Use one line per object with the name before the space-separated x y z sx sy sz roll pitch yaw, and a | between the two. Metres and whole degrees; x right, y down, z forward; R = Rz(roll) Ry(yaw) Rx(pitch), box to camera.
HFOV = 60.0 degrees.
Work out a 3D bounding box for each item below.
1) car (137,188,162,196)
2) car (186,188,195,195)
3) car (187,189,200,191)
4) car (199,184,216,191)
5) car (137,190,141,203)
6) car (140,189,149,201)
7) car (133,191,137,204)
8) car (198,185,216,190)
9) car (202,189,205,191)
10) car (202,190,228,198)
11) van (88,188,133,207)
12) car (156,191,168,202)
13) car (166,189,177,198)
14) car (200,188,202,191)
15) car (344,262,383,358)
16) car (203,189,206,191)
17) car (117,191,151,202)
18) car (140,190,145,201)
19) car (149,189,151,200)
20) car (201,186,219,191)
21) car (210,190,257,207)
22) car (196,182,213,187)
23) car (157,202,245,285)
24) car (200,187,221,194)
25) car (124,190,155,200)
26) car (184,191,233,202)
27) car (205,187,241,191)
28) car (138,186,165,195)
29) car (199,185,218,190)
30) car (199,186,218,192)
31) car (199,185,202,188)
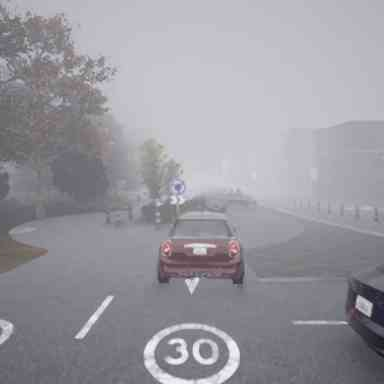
car | -8.834 0.014 70.180 5.008 1.535 2.097 0 2 0
car | -0.289 -0.125 75.780 1.895 1.301 4.718 0 3 0
car | -0.193 0.723 47.934 1.812 1.442 4.674 0 1 0
car | 4.283 -1.254 92.472 4.553 1.767 2.185 0 3 0
car | -8.833 0.806 39.512 4.674 1.452 2.002 0 0 0
car | -9.015 0.712 45.215 5.366 1.575 1.946 0 1 0
car | -8.833 0.819 36.727 4.674 1.452 2.002 0 0 0
car | 4.246 -1.285 95.383 4.892 1.521 2.231 0 3 0
car | 4.279 0.656 50.847 4.792 1.488 2.163 0 1 0
car | 4.222 0.354 62.000 4.792 1.488 2.163 0 2 0
van | -8.704 0.568 34.052 4.442 1.987 1.878 1 0 0
car | -3.877 0.685 48.169 2.128 1.511 4.902 0 1 0
car | -3.821 0.312 63.485 1.837 1.490 4.892 0 2 1
car | 4.280 0.442 59.214 4.792 1.488 2.163 0 2 0
car | 4.566 1.522 4.324 4.792 1.488 2.163 0 0 0
car | 4.255 0.745 42.485 5.008 1.535 2.097 0 1 0
car | -8.800 0.659 50.667 4.792 1.488 2.163 0 1 0
car | -8.859 0.775 42.424 4.792 1.488 2.163 0 0 0
car | -9.015 0.673 48.011 5.366 1.575 1.946 0 1 0
car | 4.282 0.367 56.423 4.553 1.767 2.185 0 2 0
car | 4.279 0.821 34.136 4.792 1.488 2.163 0 0 0
car | 4.223 -0.933 84.253 5.566 2.045 2.435 0 3 0
car | 0.340 1.362 9.787 2.097 1.767 4.553 0 0 4
car | 4.281 -0.355 78.707 4.792 1.488 2.163 0 3 0
car | -8.824 0.497 56.246 5.008 1.535 2.097 0 2 0
car | 0.974 0.922 26.942 1.994 1.385 4.181 -4 4 -32
car | 4.219 0.640 39.705 4.553 1.767 2.185 0 0 0
car | -8.857 -0.359 72.955 5.566 2.045 2.435 0 3 0
car | 4.220 0.103 64.781 4.553 1.767 2.185 0 2 0
car | 4.257 -0.833 87.046 5.008 1.535 2.097 0 3 0
car | 4.220 -0.003 67.559 4.553 1.767 2.185 0 2 0
